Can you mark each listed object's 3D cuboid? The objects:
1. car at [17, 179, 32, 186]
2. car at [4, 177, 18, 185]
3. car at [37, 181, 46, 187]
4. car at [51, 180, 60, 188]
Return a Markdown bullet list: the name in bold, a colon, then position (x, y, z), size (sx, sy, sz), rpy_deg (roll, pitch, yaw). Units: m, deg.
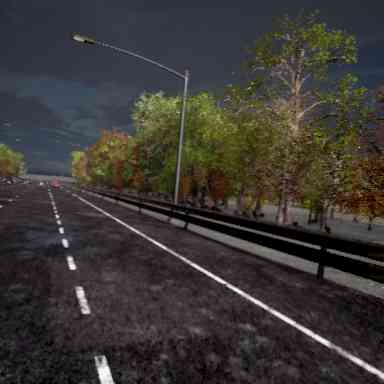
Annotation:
- **car**: position (-40.798, -2.267, 81.631), size (2.128, 1.511, 4.902), rpy_deg (5, 0, -24)
- **car**: position (-43.984, -2.593, 80.219), size (1.882, 1.535, 5.008), rpy_deg (5, 0, -24)
- **car**: position (-37.607, -1.988, 83.043), size (2.128, 1.511, 4.902), rpy_deg (5, 0, -24)
- **car**: position (-34.418, -1.695, 84.455), size (2.033, 1.411, 5.357), rpy_deg (5, 0, -24)
